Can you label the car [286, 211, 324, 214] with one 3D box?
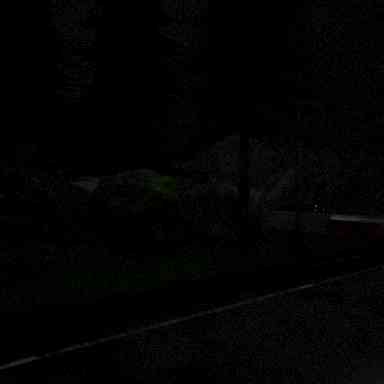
[{"bbox_3d":[11.580,1.868,35.226,1.895,1.301,4.718,0,0,-36],"label":"car"}]
